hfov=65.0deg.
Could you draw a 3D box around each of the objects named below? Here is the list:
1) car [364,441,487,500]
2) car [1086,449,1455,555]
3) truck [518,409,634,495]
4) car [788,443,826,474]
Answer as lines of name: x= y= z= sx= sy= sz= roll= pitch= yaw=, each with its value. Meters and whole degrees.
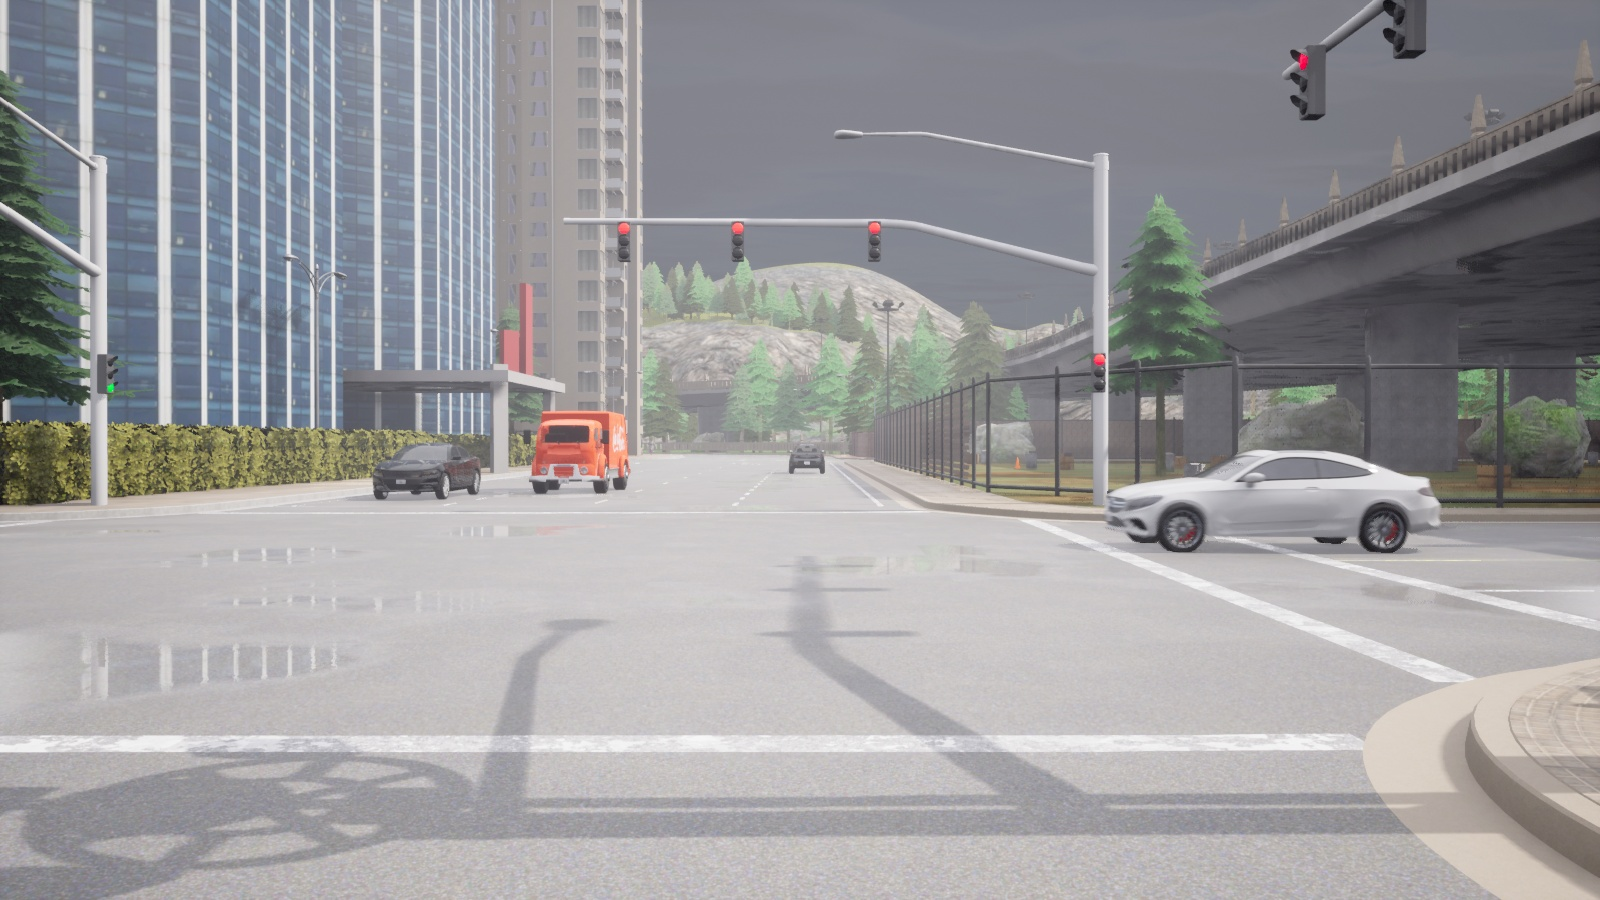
car: x=-10.300 y=0.519 z=34.939 sx=1.882 sy=1.535 sz=5.008 roll=0 pitch=0 yaw=0
car: x=6.722 y=0.722 z=18.270 sx=4.674 sy=1.442 sz=1.812 roll=0 pitch=0 yaw=-2
truck: x=-6.780 y=0.036 z=38.678 sx=2.627 sy=2.467 sz=5.204 roll=0 pitch=0 yaw=0
car: x=0.347 y=0.407 z=62.517 sx=1.816 sy=1.474 sz=4.193 roll=0 pitch=0 yaw=0
